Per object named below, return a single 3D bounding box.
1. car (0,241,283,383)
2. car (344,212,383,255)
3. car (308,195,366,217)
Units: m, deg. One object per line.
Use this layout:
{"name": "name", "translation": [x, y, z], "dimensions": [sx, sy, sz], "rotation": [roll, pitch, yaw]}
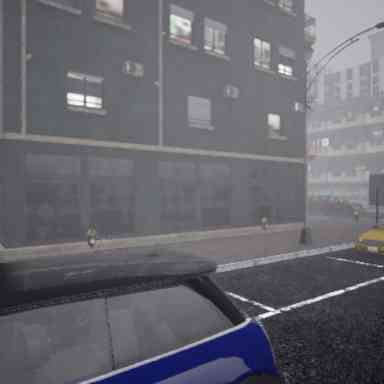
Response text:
{"name": "car", "translation": [-1.491, 1.352, 2.310], "dimensions": [4.553, 1.767, 2.097], "rotation": [0, 0, -35]}
{"name": "car", "translation": [7.778, 1.516, 12.107], "dimensions": [4.829, 1.417, 1.752], "rotation": [0, 0, -35]}
{"name": "car", "translation": [12.781, 1.244, 29.899], "dimensions": [2.192, 1.841, 5.009], "rotation": [0, 0, -36]}
